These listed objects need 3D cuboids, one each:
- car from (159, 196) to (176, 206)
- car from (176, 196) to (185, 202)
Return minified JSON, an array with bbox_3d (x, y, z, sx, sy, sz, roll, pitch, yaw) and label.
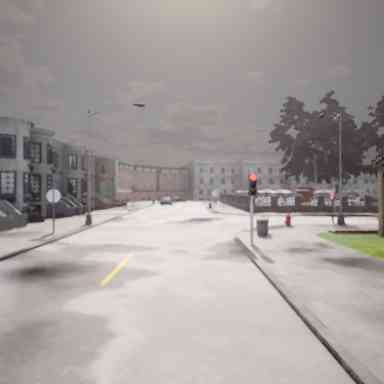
[{"bbox_3d":[-4.101,1.438,53.610,2.033,1.411,5.357,0,0,1],"label":"car"},{"bbox_3d":[-3.168,1.616,70.617,2.033,1.411,5.357,0,0,23],"label":"car"}]
